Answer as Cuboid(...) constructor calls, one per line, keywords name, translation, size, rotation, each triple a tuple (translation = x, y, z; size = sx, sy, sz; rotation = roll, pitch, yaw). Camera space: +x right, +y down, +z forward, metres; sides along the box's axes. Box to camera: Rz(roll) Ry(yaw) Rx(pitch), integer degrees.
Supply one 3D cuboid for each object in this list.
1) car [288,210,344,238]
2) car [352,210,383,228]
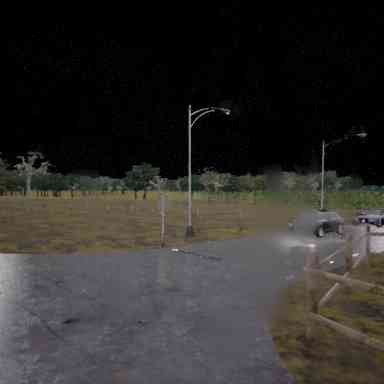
Cuboid(name="car", translation=(7.812, 1.906, 20.733), size=(4.892, 1.490, 1.837), rotation=(2, 0, -45))
Cuboid(name="car", translation=(15.233, 2.205, 28.134), size=(4.181, 1.385, 1.994), rotation=(2, -1, -44))
